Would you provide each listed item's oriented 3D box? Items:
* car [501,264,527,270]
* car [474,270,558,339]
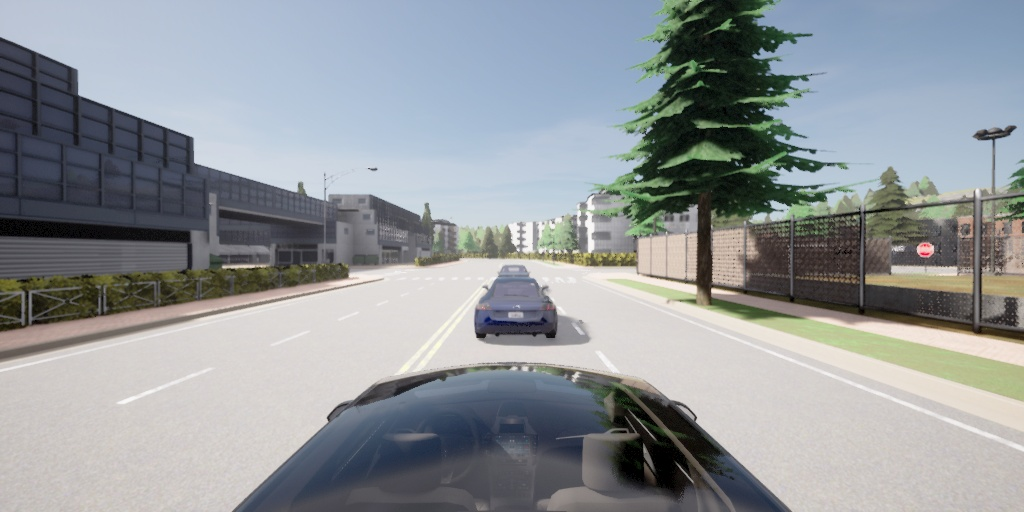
[{"bbox_3d":[0.099,1.160,19.934,2.033,1.411,5.357,0,0,0],"label":"car"},{"bbox_3d":[0.094,1.252,9.883,1.994,1.385,4.181,0,0,0],"label":"car"}]
